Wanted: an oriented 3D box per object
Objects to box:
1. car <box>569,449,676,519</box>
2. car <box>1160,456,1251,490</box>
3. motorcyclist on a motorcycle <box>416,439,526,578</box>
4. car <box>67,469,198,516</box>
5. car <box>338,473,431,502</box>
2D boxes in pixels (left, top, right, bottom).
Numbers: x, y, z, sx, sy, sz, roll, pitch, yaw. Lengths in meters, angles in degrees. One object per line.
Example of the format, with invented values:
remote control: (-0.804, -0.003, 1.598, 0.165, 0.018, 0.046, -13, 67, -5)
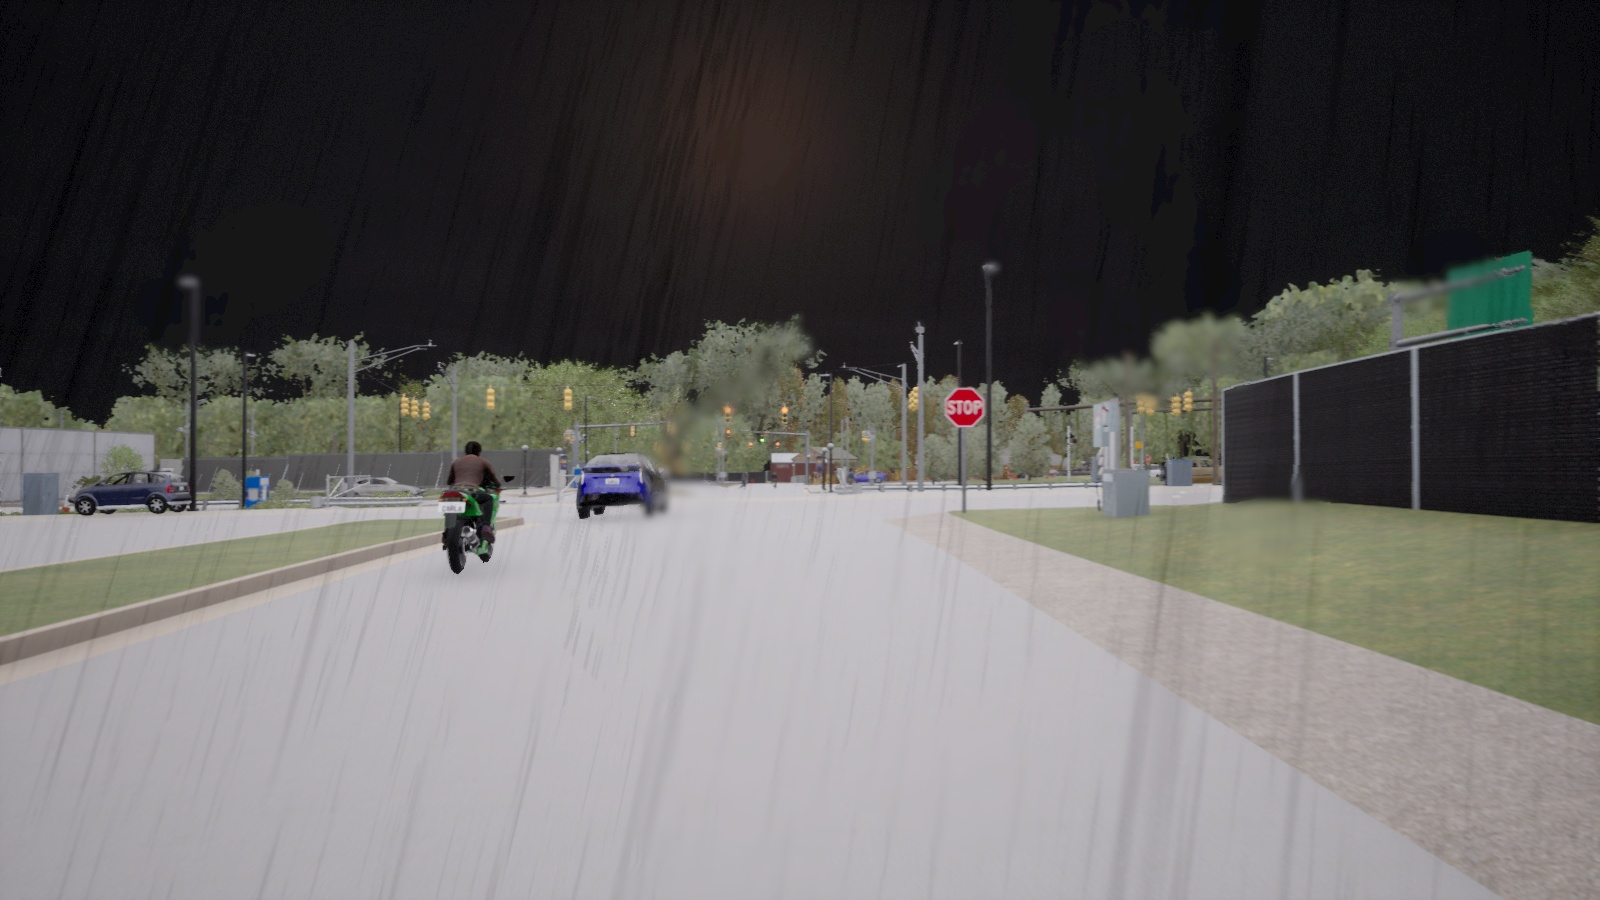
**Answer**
car: (-4.220, 0.803, 30.520, 2.007, 1.525, 4.514, -1, -1, -1)
car: (23.766, 1.368, 73.694, 4.605, 1.855, 1.932, -1, -1, -2)
motorcyclist on a motorcycle: (-3.853, 0.646, 14.864, 0.797, 1.523, 2.044, -1, 0, -1)
car: (-23.934, 1.507, 45.101, 3.705, 1.549, 1.789, -2, -1, -1)
car: (-25.244, 2.262, 76.448, 5.027, 1.651, 2.152, -1, -1, -5)
